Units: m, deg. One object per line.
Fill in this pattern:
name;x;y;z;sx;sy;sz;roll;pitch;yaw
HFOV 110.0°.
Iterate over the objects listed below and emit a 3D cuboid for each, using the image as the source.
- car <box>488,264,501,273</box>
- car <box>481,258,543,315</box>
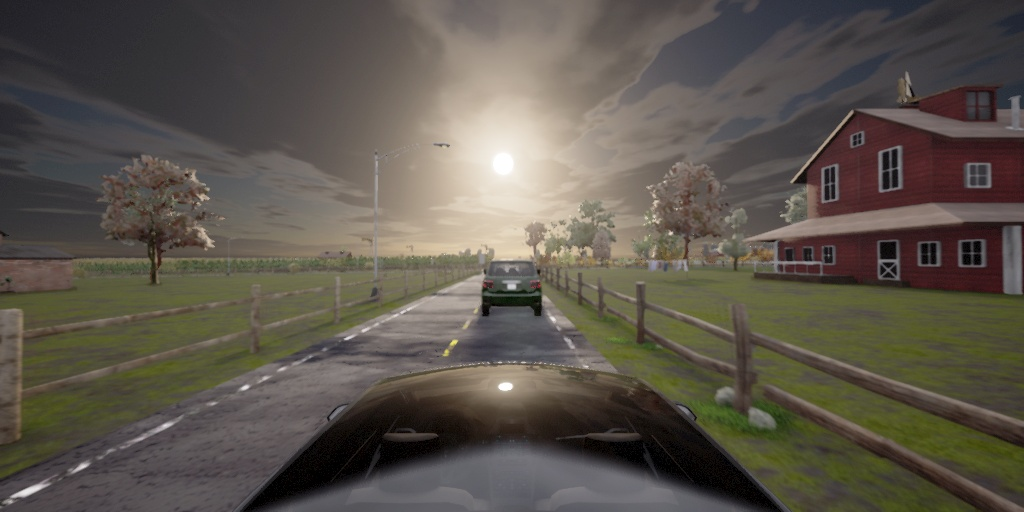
car;-2.811;2.022;59.641;1.895;1.301;4.718;0;-1;0
car;-0.002;1.110;14.407;2.150;2.045;5.566;0;0;0
